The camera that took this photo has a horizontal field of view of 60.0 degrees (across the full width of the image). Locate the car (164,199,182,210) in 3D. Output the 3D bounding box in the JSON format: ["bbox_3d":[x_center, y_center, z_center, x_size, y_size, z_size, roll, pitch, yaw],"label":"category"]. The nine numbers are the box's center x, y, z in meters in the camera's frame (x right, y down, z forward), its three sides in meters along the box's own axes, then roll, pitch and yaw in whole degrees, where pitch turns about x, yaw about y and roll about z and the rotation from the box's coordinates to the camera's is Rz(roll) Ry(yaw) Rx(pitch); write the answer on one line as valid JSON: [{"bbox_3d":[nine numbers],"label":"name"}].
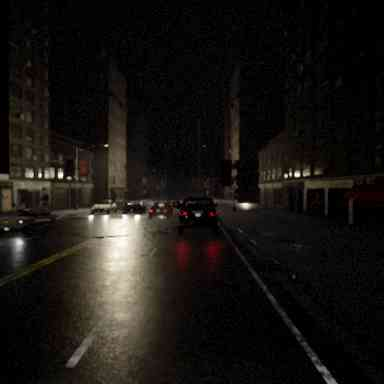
[{"bbox_3d":[-2.590,1.667,45.742,2.033,1.411,5.357,0,0,1],"label":"car"}]

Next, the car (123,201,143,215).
[{"bbox_3d":[-6.041,1.658,35.434,1.994,1.385,4.181,0,0,1],"label":"car"}]

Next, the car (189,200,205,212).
[{"bbox_3d":[0.642,1.724,41.825,1.895,1.301,4.718,0,0,1],"label":"car"}]

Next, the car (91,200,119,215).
[{"bbox_3d":[-9.290,1.609,35.490,1.812,1.442,4.674,0,0,1],"label":"car"}]

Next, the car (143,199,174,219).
[{"bbox_3d":[-2.798,1.632,30.335,2.033,1.411,5.357,0,0,1],"label":"car"}]

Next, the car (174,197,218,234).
[{"bbox_3d":[0.349,1.285,19.816,2.150,2.045,5.566,0,0,1],"label":"car"}]

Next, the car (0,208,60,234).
[{"bbox_3d":[-9.597,1.630,19.482,1.895,1.301,4.718,0,0,1],"label":"car"}]
